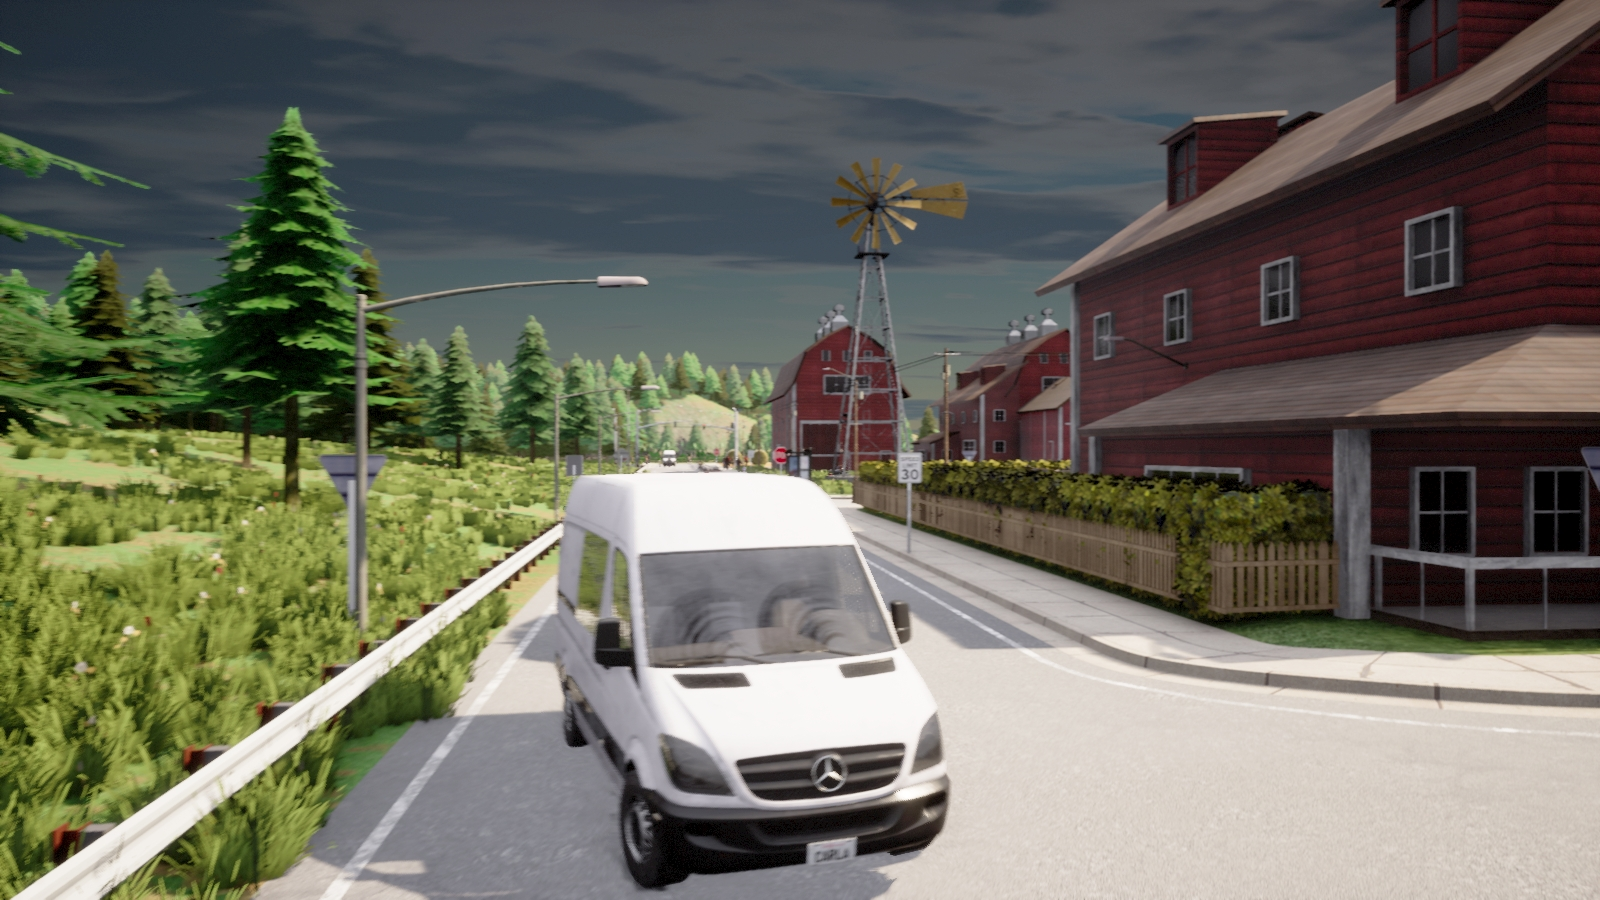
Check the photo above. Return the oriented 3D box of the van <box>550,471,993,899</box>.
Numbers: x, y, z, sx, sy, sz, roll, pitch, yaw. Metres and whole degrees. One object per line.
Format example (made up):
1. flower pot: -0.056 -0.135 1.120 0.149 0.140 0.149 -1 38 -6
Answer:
1. van: -0.721 1.498 9.461 1.988 2.561 5.915 -1 0 -18
